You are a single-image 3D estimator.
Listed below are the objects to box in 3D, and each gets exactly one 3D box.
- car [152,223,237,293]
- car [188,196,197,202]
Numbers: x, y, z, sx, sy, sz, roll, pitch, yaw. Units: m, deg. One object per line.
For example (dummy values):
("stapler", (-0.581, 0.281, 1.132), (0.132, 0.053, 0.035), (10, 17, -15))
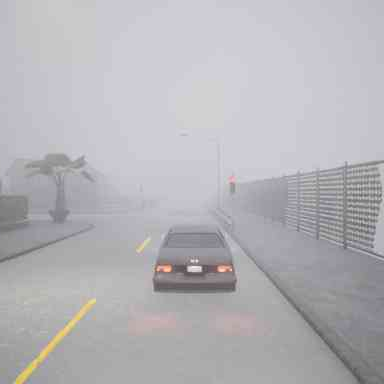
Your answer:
("car", (0.072, 1.547, 8.994), (2.033, 1.411, 5.357), (0, 0, 1))
("car", (0.077, 1.553, 78.727), (1.994, 1.385, 4.181), (0, 0, 0))
